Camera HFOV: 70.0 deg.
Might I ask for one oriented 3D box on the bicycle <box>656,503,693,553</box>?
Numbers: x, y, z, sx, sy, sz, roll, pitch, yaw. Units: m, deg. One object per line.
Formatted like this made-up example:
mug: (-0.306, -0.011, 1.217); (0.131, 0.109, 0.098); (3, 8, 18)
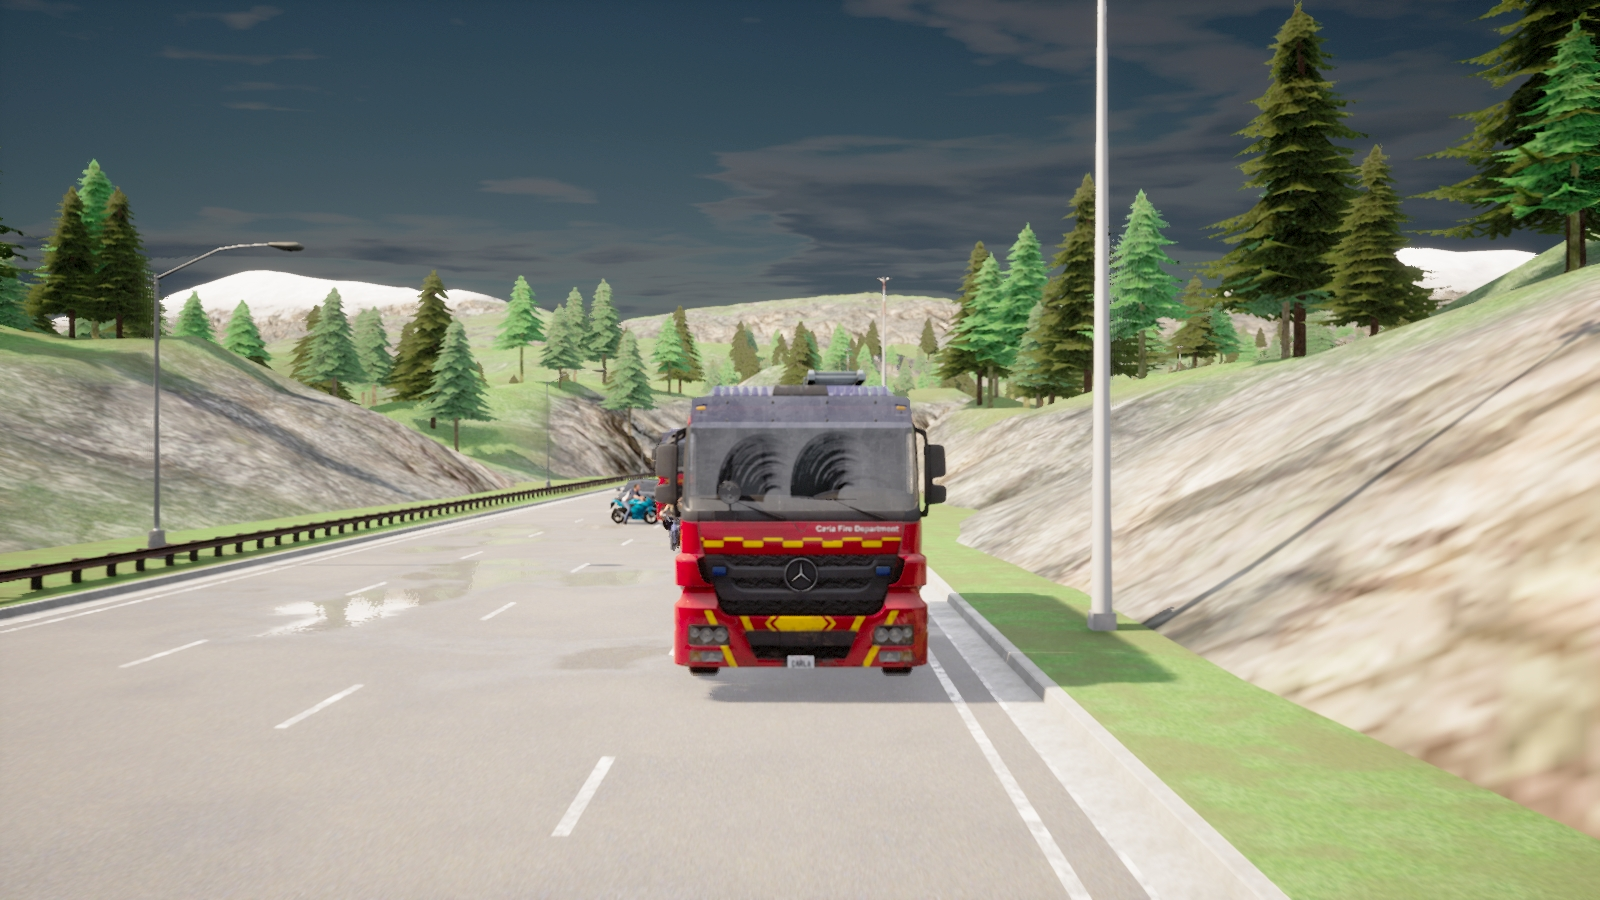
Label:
bicycle: (-3.468, 2.147, 31.727); (0.859, 1.277, 1.487); (0, 0, 0)

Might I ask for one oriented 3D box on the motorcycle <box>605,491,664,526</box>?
motorcycle: (-6.183, 2.171, 42.622); (2.033, 1.199, 0.803); (0, 0, 21)

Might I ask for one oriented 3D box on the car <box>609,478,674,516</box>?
car: (-6.955, 2.044, 50.644); (2.231, 1.480, 4.892); (0, 0, 0)

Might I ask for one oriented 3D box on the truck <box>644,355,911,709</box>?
truck: (-0.238, 0.884, 16.581); (2.891, 3.827, 8.468); (0, 0, 0)
